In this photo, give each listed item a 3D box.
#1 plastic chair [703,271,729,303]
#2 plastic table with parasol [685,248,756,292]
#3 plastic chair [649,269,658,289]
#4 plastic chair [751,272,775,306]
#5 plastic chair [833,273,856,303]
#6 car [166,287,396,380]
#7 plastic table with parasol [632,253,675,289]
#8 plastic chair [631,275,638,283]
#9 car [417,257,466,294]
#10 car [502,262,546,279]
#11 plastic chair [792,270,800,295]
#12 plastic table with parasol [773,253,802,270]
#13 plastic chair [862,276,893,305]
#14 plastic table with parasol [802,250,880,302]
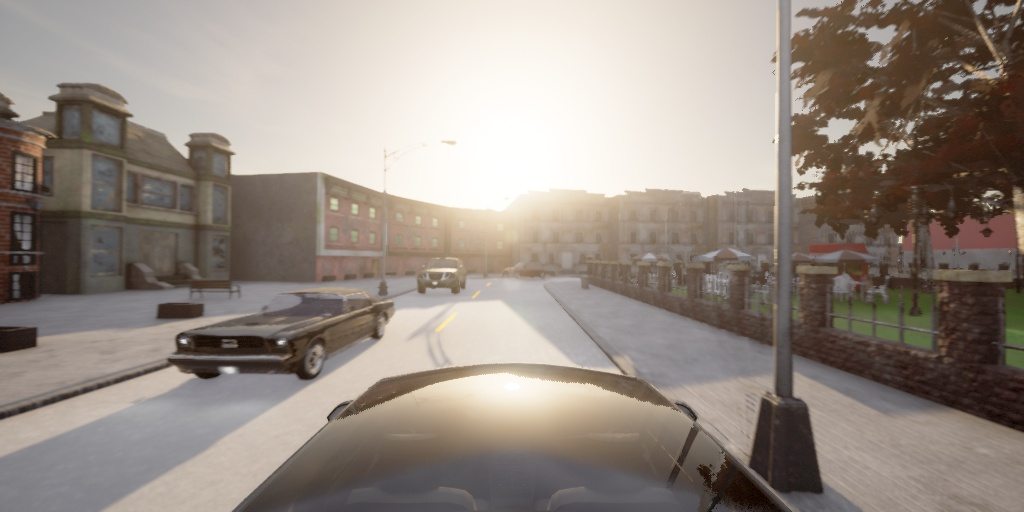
[{"bbox_3d":[9.184,1.469,16.275,0.730,1.272,0.750,0,0,-39],"label":"plastic chair"},{"bbox_3d":[10.178,0.845,16.989,2.482,2.480,2.482,0,0,-37],"label":"plastic table with parasol"},{"bbox_3d":[9.526,1.598,23.364,0.750,1.272,0.730,0,0,6],"label":"plastic chair"},{"bbox_3d":[11.112,1.481,15.965,0.750,1.272,0.730,0,0,-31],"label":"plastic chair"},{"bbox_3d":[15.269,1.552,16.659,0.730,1.272,0.750,0,0,-39],"label":"plastic chair"},{"bbox_3d":[-4.072,1.361,7.392,1.895,1.301,4.718,1,0,1],"label":"car"},{"bbox_3d":[9.469,1.005,24.692,2.482,2.480,2.482,0,0,1],"label":"plastic table with parasol"},{"bbox_3d":[8.209,1.599,24.797,0.730,1.272,0.750,0,0,1],"label":"plastic chair"},{"bbox_3d":[-4.058,1.099,21.604,2.150,2.045,5.566,1,-1,0],"label":"car"},{"bbox_3d":[1.218,1.395,36.522,4.553,1.767,2.097,1,0,-32],"label":"car"},{"bbox_3d":[16.581,1.646,21.452,0.730,1.272,0.750,0,0,-39],"label":"plastic chair"},{"bbox_3d":[17.620,1.057,22.184,2.482,2.480,2.482,0,0,-39],"label":"plastic table with parasol"},{"bbox_3d":[16.805,1.526,16.481,0.750,1.272,0.730,0,0,-38],"label":"plastic chair"},{"bbox_3d":[16.113,0.944,17.383,2.482,2.480,2.482,0,0,-38],"label":"plastic table with parasol"}]
